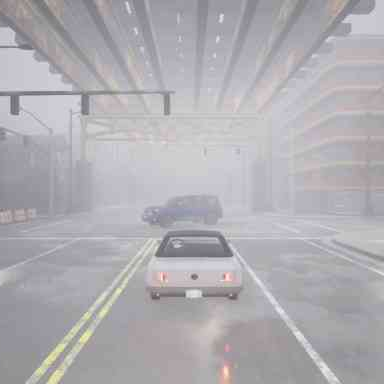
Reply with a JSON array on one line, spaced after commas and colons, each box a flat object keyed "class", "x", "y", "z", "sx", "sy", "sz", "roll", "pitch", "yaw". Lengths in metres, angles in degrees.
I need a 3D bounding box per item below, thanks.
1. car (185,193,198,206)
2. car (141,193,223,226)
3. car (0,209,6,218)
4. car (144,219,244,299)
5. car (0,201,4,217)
[{"class": "car", "x": -0.135, "y": 1.209, "z": 56.727, "sx": 2.150, "sy": 2.045, "sz": 5.566, "roll": 0, "pitch": 0, "yaw": 0}, {"class": "car", "x": -0.575, "y": 1.222, "z": 22.074, "sx": 5.566, "sy": 2.045, "sz": 2.150, "roll": 0, "pitch": -1, "yaw": -31}, {"class": "car", "x": -16.863, "y": 1.453, "z": 25.047, "sx": 4.974, "sy": 1.542, "sz": 2.038, "roll": 0, "pitch": 0, "yaw": -20}, {"class": "car", "x": 0.046, "y": 1.601, "z": 8.390, "sx": 1.895, "sy": 1.301, "sz": 4.718, "roll": 0, "pitch": 0, "yaw": 0}, {"class": "car", "x": -16.912, "y": 1.295, "z": 25.029, "sx": 4.536, "sy": 1.218, "sz": 1.853, "roll": 0, "pitch": 0, "yaw": -20}]
